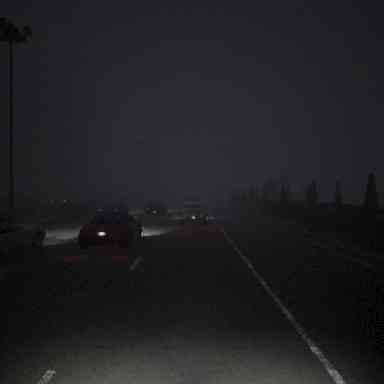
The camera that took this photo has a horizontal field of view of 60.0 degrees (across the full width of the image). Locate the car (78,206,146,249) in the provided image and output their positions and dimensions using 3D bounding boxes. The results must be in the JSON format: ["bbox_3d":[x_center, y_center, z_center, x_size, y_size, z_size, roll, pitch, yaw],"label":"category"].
[{"bbox_3d":[-3.400,1.535,14.507,1.994,1.385,4.181,0,0,0],"label":"car"}]

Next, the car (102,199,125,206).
[{"bbox_3d":[-6.901,1.542,29.421,1.895,1.301,4.718,0,0,0],"label":"car"}]

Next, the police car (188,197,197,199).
[{"bbox_3d":[0.107,1.421,41.540,2.038,1.542,4.974,0,0,0],"label":"police car"}]

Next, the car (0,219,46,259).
[{"bbox_3d":[-6.902,1.578,11.549,1.895,1.301,4.718,0,0,0],"label":"car"}]

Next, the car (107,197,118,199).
[{"bbox_3d":[-13.452,1.492,56.269,1.895,1.301,4.718,0,0,6],"label":"car"}]

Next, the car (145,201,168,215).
[{"bbox_3d":[-3.402,1.536,32.618,1.895,1.301,4.718,0,0,0],"label":"car"}]

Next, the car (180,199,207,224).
[{"bbox_3d":[0.098,1.478,24.390,1.812,1.442,4.674,0,0,0],"label":"car"}]

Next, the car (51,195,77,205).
[{"bbox_3d":[-17.509,1.260,45.628,2.097,1.767,4.553,0,0,1],"label":"car"}]
